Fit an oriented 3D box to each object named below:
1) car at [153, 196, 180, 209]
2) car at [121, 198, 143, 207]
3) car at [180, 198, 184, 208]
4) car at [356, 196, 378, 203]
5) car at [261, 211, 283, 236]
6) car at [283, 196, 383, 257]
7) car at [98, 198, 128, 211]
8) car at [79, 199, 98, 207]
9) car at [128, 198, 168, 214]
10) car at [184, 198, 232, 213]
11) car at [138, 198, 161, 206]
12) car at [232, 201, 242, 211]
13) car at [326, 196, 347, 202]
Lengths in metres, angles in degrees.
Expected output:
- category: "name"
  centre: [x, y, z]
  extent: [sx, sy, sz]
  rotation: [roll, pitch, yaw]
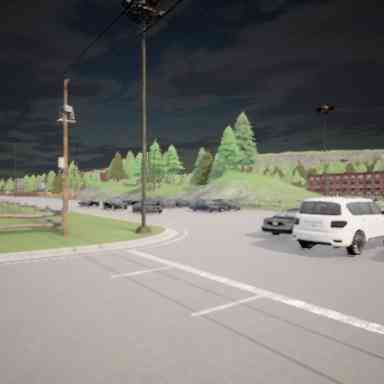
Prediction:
- category: "car"
  centre: [-4.148, 1.421, 46.867]
  extent: [2.097, 1.767, 4.553]
  rotation: [0, 0, -35]
- category: "car"
  centre: [-9.990, 1.684, 55.217]
  extent: [1.895, 1.301, 4.718]
  rotation: [0, 0, -35]
- category: "car"
  centre: [-1.619, 1.635, 49.375]
  extent: [1.994, 1.385, 4.181]
  rotation: [0, 0, -35]
- category: "car"
  centre: [38.985, 1.611, 74.326]
  extent: [1.812, 1.442, 4.674]
  rotation: [0, 0, -10]
- category: "car"
  centre: [5.867, 1.570, 17.629]
  extent: [5.357, 1.411, 2.033]
  rotation: [0, 0, -42]
- category: "car"
  centre: [6.282, 1.239, 13.376]
  extent: [5.566, 2.045, 2.150]
  rotation: [0, 0, -41]
- category: "car"
  centre: [-9.959, 1.543, 42.939]
  extent: [1.882, 1.535, 5.008]
  rotation: [0, 0, -35]
- category: "car"
  centre: [-15.740, 1.681, 51.143]
  extent: [1.895, 1.301, 4.718]
  rotation: [0, 0, -35]
- category: "car"
  centre: [-4.805, 1.617, 35.667]
  extent: [1.994, 1.385, 4.181]
  rotation: [0, 0, -35]
- category: "car"
  centre: [1.754, 1.601, 38.521]
  extent: [2.033, 1.411, 5.357]
  rotation: [0, 0, -35]
- category: "car"
  centre: [-7.364, 1.686, 57.592]
  extent: [1.895, 1.301, 4.718]
  rotation: [0, 0, -35]
- category: "car"
  centre: [4.066, 1.562, 41.317]
  extent: [1.837, 1.490, 4.892]
  rotation: [0, 0, -35]
- category: "car"
  centre: [34.243, 1.620, 78.972]
  extent: [1.812, 1.442, 4.674]
  rotation: [0, 0, -17]
